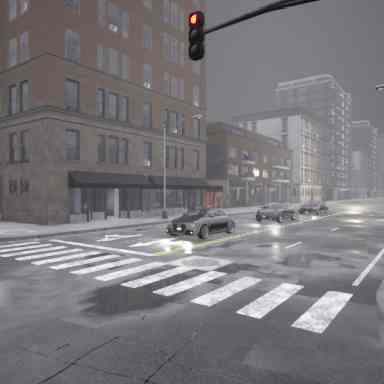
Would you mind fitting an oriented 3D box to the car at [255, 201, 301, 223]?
[{"bbox_3d":[6.543,1.514,25.674,1.837,1.490,4.892,0,0,36],"label":"car"}]

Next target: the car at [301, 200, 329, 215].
[{"bbox_3d":[12.496,1.562,33.889,2.033,1.411,5.357,0,0,36],"label":"car"}]

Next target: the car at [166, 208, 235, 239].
[{"bbox_3d":[0.551,1.569,17.392,1.994,1.385,4.181,0,0,36],"label":"car"}]
